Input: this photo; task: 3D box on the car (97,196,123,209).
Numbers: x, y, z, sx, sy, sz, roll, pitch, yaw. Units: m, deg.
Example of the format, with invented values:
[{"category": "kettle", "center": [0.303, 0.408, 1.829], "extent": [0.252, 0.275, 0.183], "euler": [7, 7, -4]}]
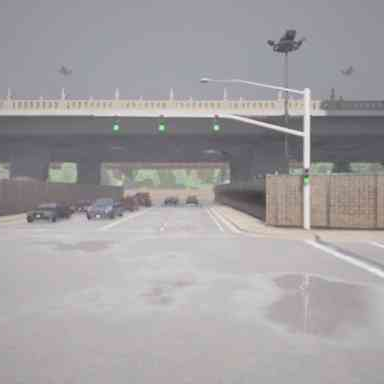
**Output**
[{"category": "car", "center": [-10.587, 1.312, 43.338], "extent": [2.128, 1.511, 4.902], "euler": [0, 0, 0]}]

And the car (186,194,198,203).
[{"category": "car", "center": [0.002, 1.221, 64.692], "extent": [2.128, 1.511, 4.902], "euler": [0, 0, 0]}]

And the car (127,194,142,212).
[{"category": "car", "center": [-7.085, 1.331, 36.613], "extent": [1.882, 1.535, 5.008], "euler": [0, 0, 0]}]

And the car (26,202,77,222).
[{"category": "car", "center": [-10.584, 1.469, 24.944], "extent": [1.994, 1.385, 4.181], "euler": [0, 0, 1]}]

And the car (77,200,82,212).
[{"category": "car", "center": [-10.590, 1.431, 33.327], "extent": [1.994, 1.385, 4.181], "euler": [0, 0, 0]}]

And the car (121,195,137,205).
[{"category": "car", "center": [-10.533, 1.269, 55.851], "extent": [1.837, 1.490, 4.892], "euler": [0, 0, 1]}]

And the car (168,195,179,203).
[{"category": "car", "center": [-3.498, 1.328, 64.723], "extent": [1.895, 1.301, 4.718], "euler": [0, 0, 0]}]

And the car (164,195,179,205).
[{"category": "car", "center": [-3.498, 1.374, 54.730], "extent": [1.895, 1.301, 4.718], "euler": [0, 0, 0]}]

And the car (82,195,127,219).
[{"category": "car", "center": [-7.088, 1.248, 27.385], "extent": [2.097, 1.767, 4.553], "euler": [0, 0, 0]}]

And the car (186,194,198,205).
[{"category": "car", "center": [0.002, 1.378, 54.367], "extent": [1.895, 1.301, 4.718], "euler": [0, 0, 0]}]

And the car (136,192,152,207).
[{"category": "car", "center": [-7.074, 1.026, 47.259], "extent": [2.150, 2.045, 5.566], "euler": [0, 0, 0]}]
